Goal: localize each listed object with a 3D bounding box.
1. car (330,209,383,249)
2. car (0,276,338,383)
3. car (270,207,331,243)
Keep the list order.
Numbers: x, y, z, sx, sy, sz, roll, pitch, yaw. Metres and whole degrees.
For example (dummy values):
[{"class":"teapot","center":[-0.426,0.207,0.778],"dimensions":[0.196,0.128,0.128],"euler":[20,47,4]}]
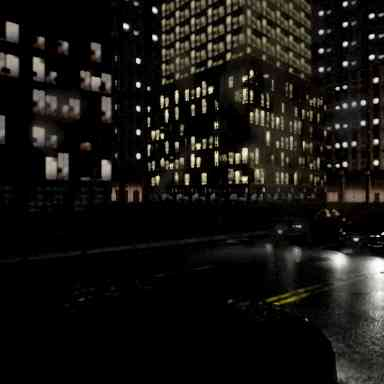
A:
[{"class":"car","center":[7.995,1.506,13.839],"dimensions":[4.892,1.490,1.837],"euler":[0,0,-38]},{"class":"car","center":[-0.487,1.566,3.155],"dimensions":[4.181,1.385,1.994],"euler":[0,0,-36]},{"class":"car","center":[5.833,1.495,16.272],"dimensions":[4.902,1.511,2.128],"euler":[0,0,-38]}]
